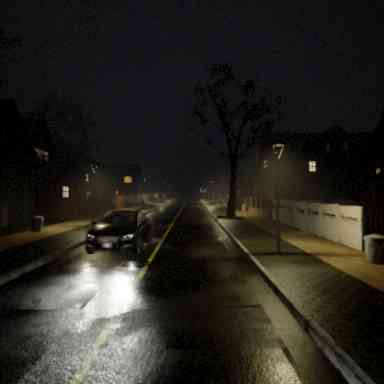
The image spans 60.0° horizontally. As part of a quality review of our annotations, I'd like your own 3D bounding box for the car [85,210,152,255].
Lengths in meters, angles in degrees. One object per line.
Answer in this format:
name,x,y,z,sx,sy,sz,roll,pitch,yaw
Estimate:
car,-2.775,1.485,13.377,2.128,1.511,4.902,0,0,0
